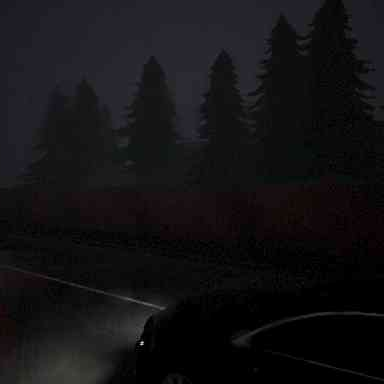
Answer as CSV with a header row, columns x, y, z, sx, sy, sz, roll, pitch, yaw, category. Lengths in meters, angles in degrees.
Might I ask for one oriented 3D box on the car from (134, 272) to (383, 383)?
x,y,z,sx,sy,sz,roll,pitch,yaw,category
1.630,1.506,2.828,4.892,1.490,1.837,0,0,36,car
